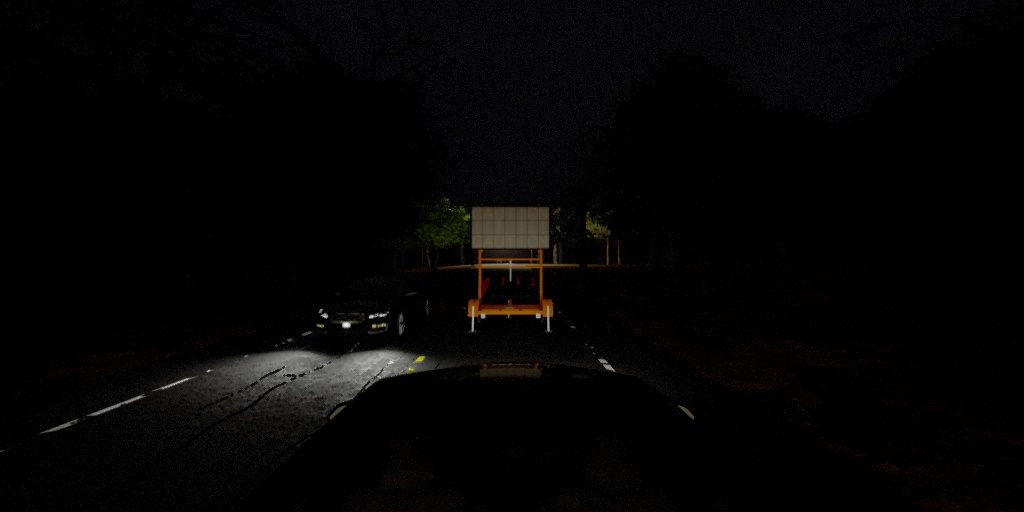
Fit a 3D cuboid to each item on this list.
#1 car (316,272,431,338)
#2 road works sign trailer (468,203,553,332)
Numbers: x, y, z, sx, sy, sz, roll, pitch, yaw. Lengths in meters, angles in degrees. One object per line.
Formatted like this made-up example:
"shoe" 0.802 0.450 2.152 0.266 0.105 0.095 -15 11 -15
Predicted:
"car" -3.640 1.255 10.281 1.837 1.490 4.892 0 0 0
"road works sign trailer" -0.043 0.214 10.838 2.380 3.560 2.880 0 0 0
